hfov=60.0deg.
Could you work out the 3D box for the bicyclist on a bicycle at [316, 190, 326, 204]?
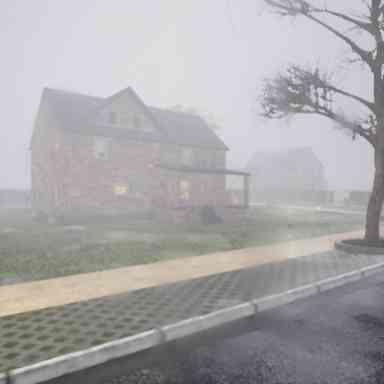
[{"bbox_3d":[15.017,0.630,38.661,1.656,1.620,0.582,0,1,-30],"label":"bicyclist on a bicycle"}]
